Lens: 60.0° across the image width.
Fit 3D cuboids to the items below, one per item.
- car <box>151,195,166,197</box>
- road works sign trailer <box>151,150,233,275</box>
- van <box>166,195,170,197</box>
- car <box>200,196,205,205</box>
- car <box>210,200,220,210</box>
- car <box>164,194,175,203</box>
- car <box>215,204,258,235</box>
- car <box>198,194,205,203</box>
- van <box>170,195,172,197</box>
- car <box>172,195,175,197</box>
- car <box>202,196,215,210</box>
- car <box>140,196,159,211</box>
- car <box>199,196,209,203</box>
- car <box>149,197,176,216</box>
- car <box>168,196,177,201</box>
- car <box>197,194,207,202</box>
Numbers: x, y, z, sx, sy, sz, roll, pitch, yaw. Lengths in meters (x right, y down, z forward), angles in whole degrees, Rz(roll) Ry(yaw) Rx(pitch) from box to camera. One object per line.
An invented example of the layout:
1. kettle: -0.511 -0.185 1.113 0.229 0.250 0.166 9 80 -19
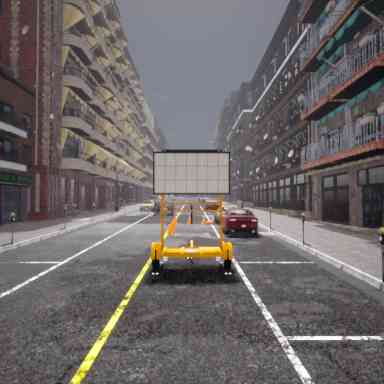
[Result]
1. car: -5.287 1.399 46.530 2.192 1.841 5.009 2 0 0
2. road works sign trailer: -0.009 0.473 10.485 2.380 3.560 2.880 0 0 0
3. van: -5.288 1.460 57.589 1.690 1.788 3.998 2 0 0
4. car: 2.586 1.635 46.466 2.008 1.369 4.403 1 0 0
5. car: 2.586 1.555 24.514 1.752 1.417 4.829 1 0 0
6. car: -5.287 1.526 79.711 2.192 1.841 5.009 1 0 0
7. car: 2.586 1.565 18.812 1.887 1.381 4.507 1 0 0
8. car: 2.588 1.684 63.058 1.887 1.381 4.507 1 0 0
9. van: -5.288 1.481 63.121 1.690 1.788 3.998 1 0 0
10. car: -5.287 1.501 74.181 2.192 1.841 5.009 1 0 0
11. car: 2.586 1.614 40.934 1.887 1.381 4.507 1 0 0
12. car: -5.293 1.594 40.828 1.752 1.417 4.829 2 0 0
13. car: 2.598 1.626 74.120 1.967 1.590 4.097 1 0 0
14. car: -2.750 1.540 33.441 2.128 1.511 4.902 0 0 0
15. car: -5.293 1.830 90.773 1.947 1.339 4.313 1 0 0
16. car: 2.559 1.551 85.182 2.192 1.841 5.009 1 0 0
